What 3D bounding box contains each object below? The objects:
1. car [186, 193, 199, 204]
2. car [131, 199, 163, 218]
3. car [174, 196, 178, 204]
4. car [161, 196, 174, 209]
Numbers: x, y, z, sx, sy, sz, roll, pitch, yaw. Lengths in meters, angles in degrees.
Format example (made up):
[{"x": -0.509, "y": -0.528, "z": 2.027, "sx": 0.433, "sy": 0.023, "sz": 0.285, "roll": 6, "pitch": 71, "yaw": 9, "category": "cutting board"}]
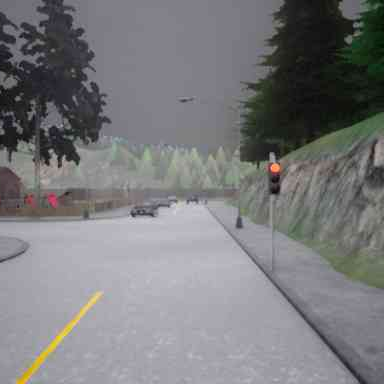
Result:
[{"x": 0.087, "y": 1.257, "z": 62.689, "sx": 2.150, "sy": 2.045, "sz": 5.566, "roll": 0, "pitch": 0, "yaw": 0, "category": "car"}, {"x": -4.199, "y": 1.581, "z": 30.374, "sx": 1.994, "sy": 1.385, "sz": 4.181, "roll": 0, "pitch": 0, "yaw": 4, "category": "car"}, {"x": -3.911, "y": 1.517, "z": 66.956, "sx": 1.882, "sy": 1.535, "sz": 5.008, "roll": 0, "pitch": 0, "yaw": 0, "category": "car"}, {"x": -4.028, "y": 1.590, "z": 46.140, "sx": 1.994, "sy": 1.385, "sz": 4.181, "roll": 0, "pitch": 0, "yaw": 0, "category": "car"}]
